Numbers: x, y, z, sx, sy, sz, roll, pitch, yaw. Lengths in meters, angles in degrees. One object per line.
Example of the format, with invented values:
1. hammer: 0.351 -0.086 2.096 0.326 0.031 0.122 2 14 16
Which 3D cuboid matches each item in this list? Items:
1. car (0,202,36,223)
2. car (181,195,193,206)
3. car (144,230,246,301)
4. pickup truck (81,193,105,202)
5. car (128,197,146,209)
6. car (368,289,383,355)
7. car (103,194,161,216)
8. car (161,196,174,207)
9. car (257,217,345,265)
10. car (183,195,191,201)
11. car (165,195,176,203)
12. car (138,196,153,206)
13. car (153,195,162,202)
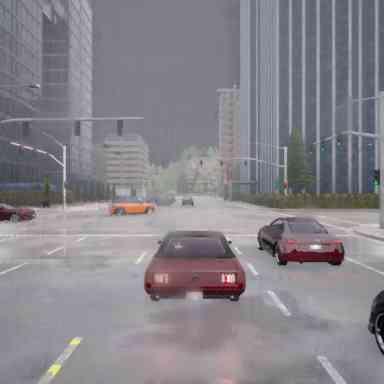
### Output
1. car: -14.227 1.477 24.640 5.008 1.535 1.882 0 0 0
2. car: -0.731 1.526 56.398 1.812 1.442 4.674 0 0 -1
3. car: 0.070 1.601 8.268 1.895 1.301 4.718 0 0 0
4. pickup truck: -21.201 1.059 73.315 2.390 2.098 6.274 0 0 30
5. car: -7.796 1.526 47.443 1.812 1.442 4.674 0 0 1
6. car: 3.608 1.564 3.216 1.994 1.385 4.181 0 0 -1
7. car: -5.774 1.352 32.023 4.553 1.767 2.097 0 0 -33
8. car: -4.353 1.547 51.544 2.033 1.411 5.357 0 0 -1
9. car: 3.576 1.564 11.627 1.994 1.385 4.181 0 0 0
10. car: -1.300 1.553 88.541 1.994 1.385 4.181 0 0 -1
11. car: -4.556 1.525 71.826 2.128 1.511 4.902 0 0 -1
12. car: -7.914 1.505 56.697 1.837 1.490 4.892 0 0 -1
13. car: -8.165 1.457 79.237 1.882 1.535 5.008 0 0 -1
